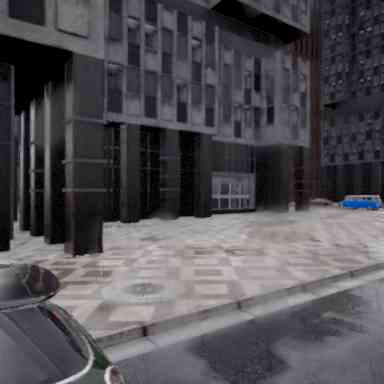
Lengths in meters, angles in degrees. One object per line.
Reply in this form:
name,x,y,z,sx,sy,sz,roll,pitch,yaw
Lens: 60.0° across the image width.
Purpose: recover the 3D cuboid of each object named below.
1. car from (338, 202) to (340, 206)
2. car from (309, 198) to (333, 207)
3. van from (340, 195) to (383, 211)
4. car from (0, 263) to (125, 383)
car,23.329,1.556,47.827,2.008,1.369,4.403,0,0,-35
car,20.057,1.627,52.430,1.802,1.307,4.206,0,0,-35
van,19.658,1.268,38.277,1.690,1.788,3.998,0,0,-35
car,-2.583,1.357,1.537,4.553,1.767,2.097,0,0,-35
